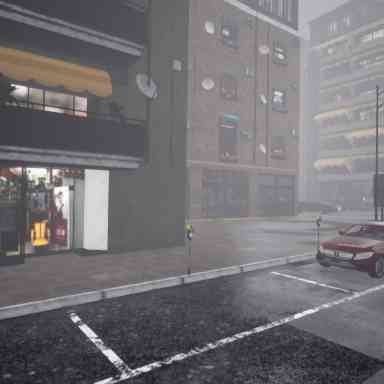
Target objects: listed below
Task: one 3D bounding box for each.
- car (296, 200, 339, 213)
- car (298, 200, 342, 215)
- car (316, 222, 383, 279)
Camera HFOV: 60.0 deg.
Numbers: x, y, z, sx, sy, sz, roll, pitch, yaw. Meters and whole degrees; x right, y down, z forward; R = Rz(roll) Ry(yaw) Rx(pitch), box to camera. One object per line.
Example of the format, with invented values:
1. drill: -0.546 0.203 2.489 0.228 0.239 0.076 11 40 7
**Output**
1. car: 15.272 1.707 40.731 1.752 1.417 4.829 1 -1 -36
2. car: 13.018 1.546 34.593 2.128 1.511 4.902 2 -1 -36
3. car: 5.543 1.588 10.100 4.206 1.307 1.802 0 1 -36
